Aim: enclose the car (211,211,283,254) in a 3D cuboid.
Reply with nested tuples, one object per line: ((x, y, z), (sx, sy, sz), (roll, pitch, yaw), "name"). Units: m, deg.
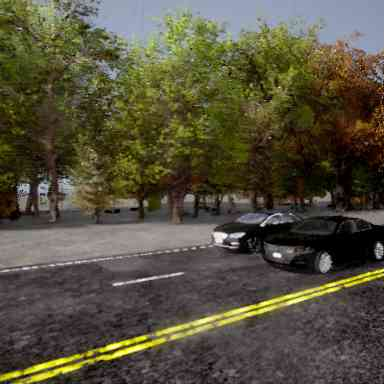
((2.992, 1.548, 13.815), (4.902, 1.511, 2.128), (0, 0, -36), "car")

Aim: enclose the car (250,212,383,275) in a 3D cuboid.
((4.438, 1.520, 10.853), (5.008, 1.535, 1.882), (0, 0, -36), "car")
